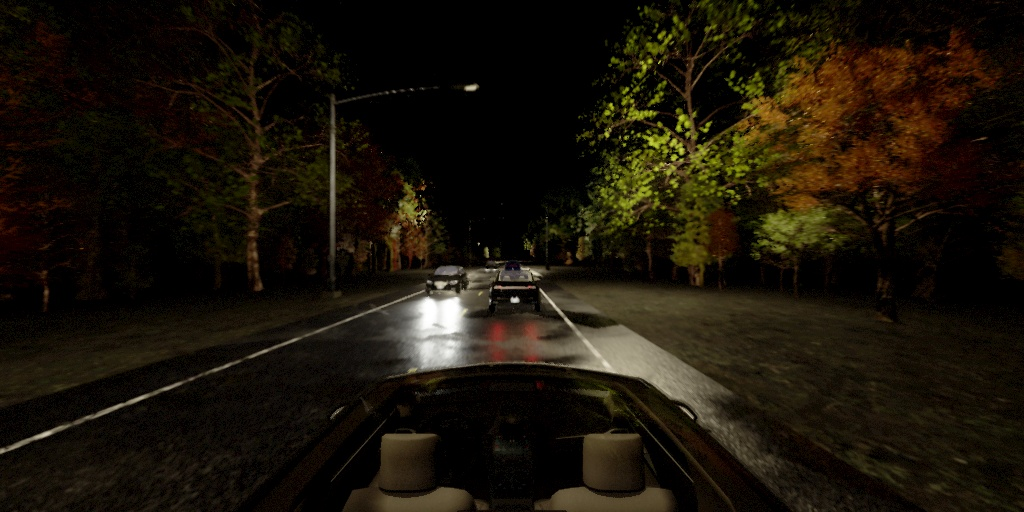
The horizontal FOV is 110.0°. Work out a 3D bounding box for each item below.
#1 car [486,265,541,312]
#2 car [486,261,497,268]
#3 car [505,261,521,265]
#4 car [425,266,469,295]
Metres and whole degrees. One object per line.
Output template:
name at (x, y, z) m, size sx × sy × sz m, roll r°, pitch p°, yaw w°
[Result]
car at (0.102, 1.299, 14.604) m, size 2.128 × 1.511 × 4.902 m, roll 0°, pitch 0°, yaw 0°
car at (-3.514, 1.545, 62.092) m, size 2.033 × 1.411 × 5.357 m, roll 0°, pitch 0°, yaw 1°
car at (0.105, 1.411, 46.046) m, size 1.882 × 1.535 × 5.008 m, roll 0°, pitch 0°, yaw 0°
car at (-3.595, 1.322, 20.491) m, size 2.128 × 1.511 × 4.902 m, roll 0°, pitch 0°, yaw 0°
